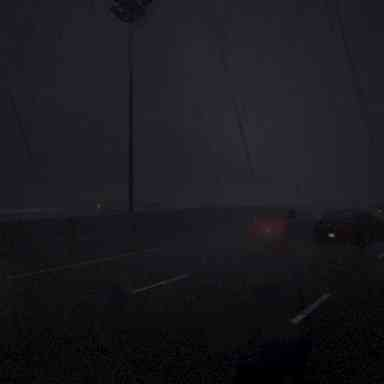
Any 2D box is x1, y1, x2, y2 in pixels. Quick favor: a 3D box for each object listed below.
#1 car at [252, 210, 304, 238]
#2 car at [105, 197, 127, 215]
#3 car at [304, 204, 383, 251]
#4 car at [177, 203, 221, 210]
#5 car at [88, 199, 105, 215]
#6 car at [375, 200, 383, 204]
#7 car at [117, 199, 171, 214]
[{"bbox_3d":[5.200,1.601,17.710,1.895,1.301,4.718,0,0,42],"label":"car"},{"bbox_3d":[-5.494,1.478,32.137,1.882,1.535,5.008,0,0,44],"label":"car"},{"bbox_3d":[6.879,1.477,14.318,1.882,1.535,5.008,0,0,41],"label":"car"},{"bbox_3d":[0.827,1.601,28.631,1.895,1.301,4.718,0,0,44],"label":"car"},{"bbox_3d":[-8.302,1.353,34.229,2.097,1.767,4.553,0,0,44],"label":"car"},{"bbox_3d":[17.841,1.477,29.917,5.008,1.535,1.882,0,0,-41],"label":"car"},{"bbox_3d":[-3.824,1.526,28.808,1.812,1.442,4.674,0,0,43],"label":"car"}]
